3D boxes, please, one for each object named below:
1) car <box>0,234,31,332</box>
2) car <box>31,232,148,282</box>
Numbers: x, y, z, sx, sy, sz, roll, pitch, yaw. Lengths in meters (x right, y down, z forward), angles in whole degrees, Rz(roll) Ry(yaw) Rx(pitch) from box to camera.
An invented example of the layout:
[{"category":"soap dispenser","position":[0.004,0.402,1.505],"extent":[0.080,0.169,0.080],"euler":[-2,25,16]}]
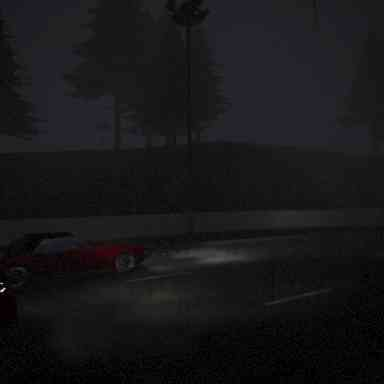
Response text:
[{"category":"car","position":[-5.227,1.360,3.915],"extent":[5.566,2.045,2.150],"euler":[0,-2,-41]},{"category":"car","position":[-3.724,1.820,9.661],"extent":[4.718,1.301,1.895],"euler":[0,-1,-35]}]
